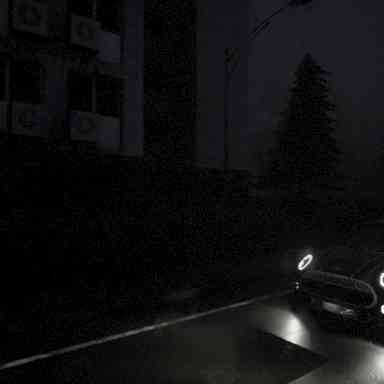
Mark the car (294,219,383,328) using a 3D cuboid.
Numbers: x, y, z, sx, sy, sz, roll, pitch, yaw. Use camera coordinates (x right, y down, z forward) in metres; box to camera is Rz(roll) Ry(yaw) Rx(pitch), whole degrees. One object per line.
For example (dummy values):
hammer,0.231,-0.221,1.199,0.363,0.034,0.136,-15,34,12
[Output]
car,4.215,1.385,6.963,4.553,1.767,2.097,0,0,-35
